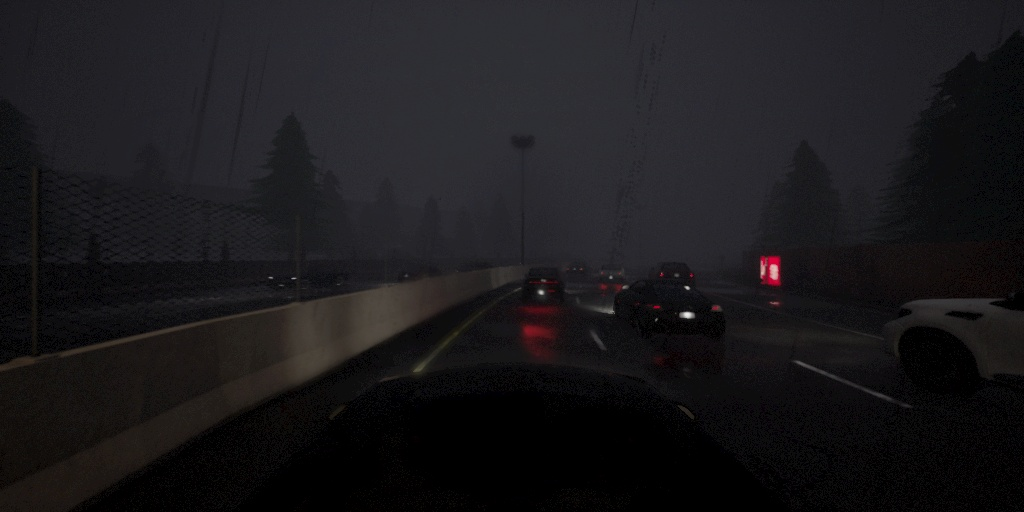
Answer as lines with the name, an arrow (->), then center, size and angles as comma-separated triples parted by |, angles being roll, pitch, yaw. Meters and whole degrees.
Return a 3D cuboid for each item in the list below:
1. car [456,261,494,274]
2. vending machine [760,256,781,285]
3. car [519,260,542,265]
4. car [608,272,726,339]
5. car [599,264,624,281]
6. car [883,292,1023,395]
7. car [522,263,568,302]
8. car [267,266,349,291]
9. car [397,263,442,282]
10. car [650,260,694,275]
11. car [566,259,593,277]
car -> -2.913, 1.198, 29.392 | 1.837, 1.490, 4.892 | 0, 0, 17
vending machine -> 17.458, 0.992, 24.236 | 1.100, 2.100, 0.880 | 0, 0, 17
car -> 3.085, 1.275, 59.655 | 1.895, 1.301, 4.718 | 0, 0, 33
car -> 4.197, 1.320, 10.182 | 1.994, 1.385, 4.181 | 0, 0, 6
car -> 8.219, 1.346, 29.397 | 1.895, 1.301, 4.718 | 0, 0, 18
car -> 7.195, 1.002, 3.511 | 2.150, 2.045, 5.566 | 0, 0, 1
car -> 1.588, 1.239, 16.914 | 1.837, 1.490, 4.892 | 0, 0, 9
car -> -12.018, 1.263, 21.485 | 1.895, 1.301, 4.718 | 0, 0, 11
car -> -7.026, 1.241, 27.532 | 1.994, 1.385, 4.181 | 0, 0, 15
car -> 9.923, 1.116, 22.541 | 2.097, 1.767, 4.553 | 0, 0, 14
car -> 6.780, 1.276, 35.801 | 2.033, 1.411, 5.357 | 0, 0, 22
